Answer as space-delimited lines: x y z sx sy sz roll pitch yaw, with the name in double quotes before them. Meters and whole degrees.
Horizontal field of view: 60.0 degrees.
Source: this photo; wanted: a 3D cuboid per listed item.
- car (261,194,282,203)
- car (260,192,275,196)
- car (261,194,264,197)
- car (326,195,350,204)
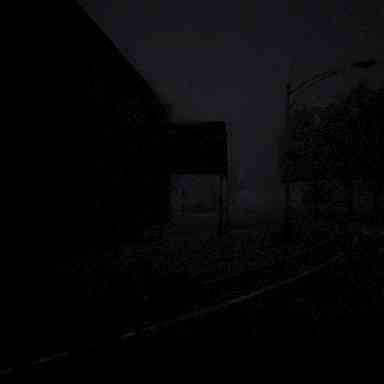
"car" 21.333 2.144 87.021 4.674 1.452 2.002 -1 3 -12
"car" 22.230 1.650 92.842 4.553 1.767 2.185 -1 3 -11
"car" 21.795 1.969 89.942 4.792 1.488 2.163 -1 3 -12
"car" 38.353 2.297 86.086 5.008 1.535 2.097 1 3 -10
